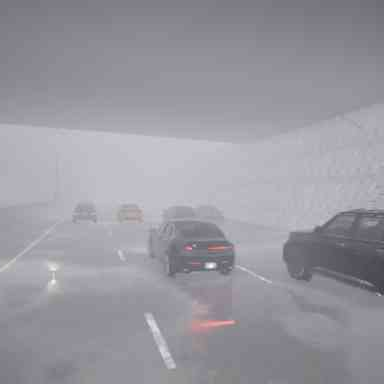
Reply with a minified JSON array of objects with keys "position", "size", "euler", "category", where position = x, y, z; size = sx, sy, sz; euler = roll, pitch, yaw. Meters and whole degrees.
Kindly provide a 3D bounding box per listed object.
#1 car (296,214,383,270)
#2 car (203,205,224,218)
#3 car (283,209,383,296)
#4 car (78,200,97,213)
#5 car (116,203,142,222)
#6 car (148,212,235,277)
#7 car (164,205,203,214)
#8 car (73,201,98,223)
[{"position":[6.399,1.762,13.094],"size":[1.882,1.535,5.008],"euler":[1,-1,-16],"category":"car"},{"position":[1.253,1.917,30.463],"size":[2.033,1.411,5.357],"euler":[1,-1,-17],"category":"car"},{"position":[4.358,1.401,7.673],"size":[2.150,2.045,5.566],"euler":[1,-1,-16],"category":"car"},{"position":[-12.649,1.751,40.425],"size":[1.994,1.385,4.181],"euler":[1,-1,-17],"category":"car"},{"position":[-5.416,1.682,28.342],"size":[1.882,1.535,5.008],"euler":[1,-1,-16],"category":"car"},{"position":[-0.207,1.623,10.752],"size":[1.837,1.490,4.892],"euler":[1,-1,-16],"category":"car"},{"position":[-0.980,1.774,25.693],"size":[1.837,1.490,4.892],"euler":[1,-1,-17],"category":"car"},{"position":[-8.635,1.667,26.903],"size":[2.033,1.411,5.357],"euler":[1,-1,-18],"category":"car"}]
